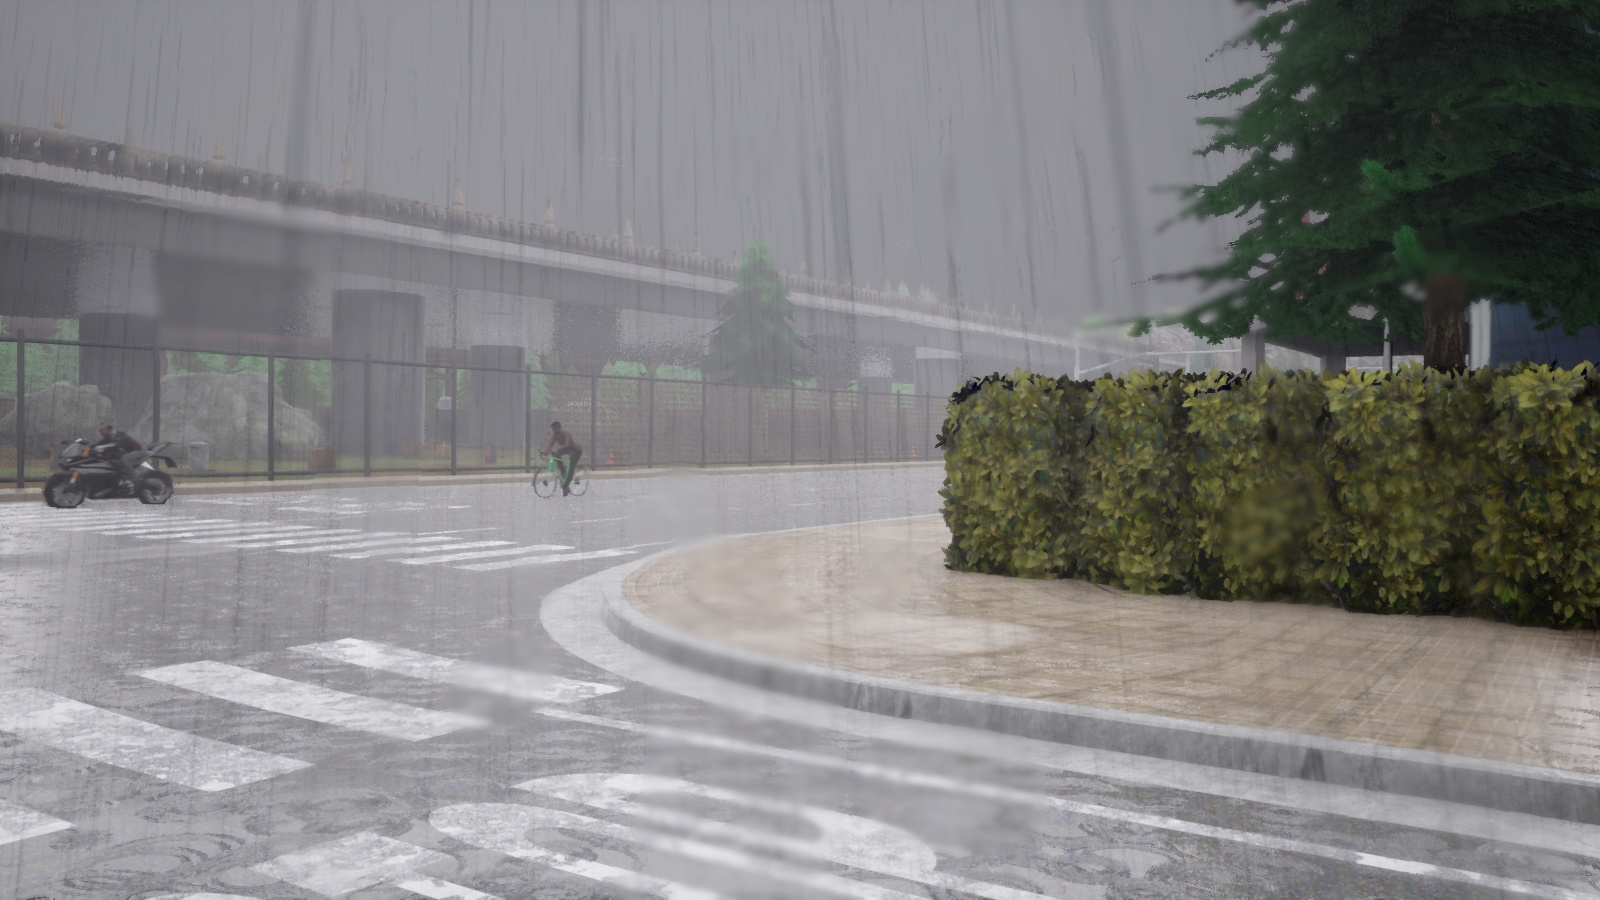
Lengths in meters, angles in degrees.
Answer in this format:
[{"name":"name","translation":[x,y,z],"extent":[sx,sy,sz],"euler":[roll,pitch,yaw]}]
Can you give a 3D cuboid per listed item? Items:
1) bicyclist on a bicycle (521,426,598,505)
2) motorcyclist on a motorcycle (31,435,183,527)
[{"name":"bicyclist on a bicycle","translation":[-5.086,0.311,26.655],"extent":[0.582,1.620,1.656],"euler":[0,1,33]},{"name":"motorcyclist on a motorcycle","translation":[-12.252,0.518,22.275],"extent":[0.866,1.530,2.191],"euler":[0,1,35]}]
